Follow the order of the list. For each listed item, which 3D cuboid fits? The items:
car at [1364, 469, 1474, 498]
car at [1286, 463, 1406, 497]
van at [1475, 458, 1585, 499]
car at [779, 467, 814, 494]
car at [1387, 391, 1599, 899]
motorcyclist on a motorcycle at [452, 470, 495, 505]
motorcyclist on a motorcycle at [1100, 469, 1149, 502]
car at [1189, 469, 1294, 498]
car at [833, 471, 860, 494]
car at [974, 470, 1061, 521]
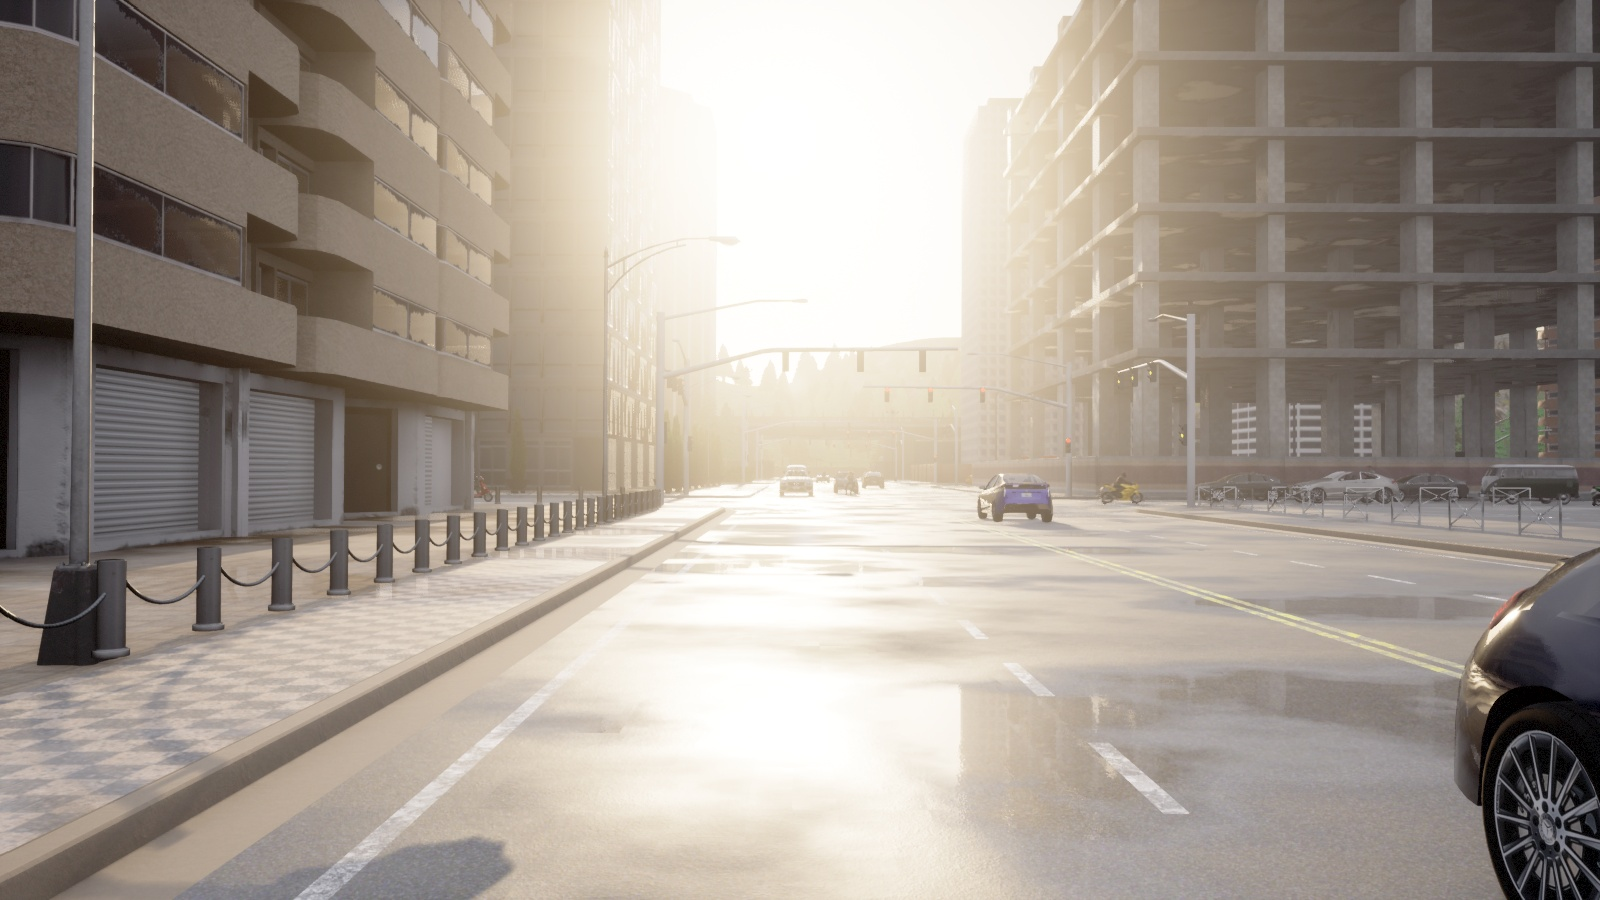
[{"bbox_3d":[32.643,1.743,66.259,4.892,1.490,1.837,0,-1,-1],"label":"car"},{"bbox_3d":[27.222,1.480,62.726,5.027,1.651,2.152,0,-1,0],"label":"car"},{"bbox_3d":[36.441,1.418,62.785,4.442,1.987,1.775,0,-1,0],"label":"van"},{"bbox_3d":[-0.211,1.928,79.617,2.152,1.651,5.027,0,-1,0],"label":"car"},{"bbox_3d":[3.492,0.623,2.625,2.152,1.651,5.027,0,-1,0],"label":"car"},{"bbox_3d":[-15.234,1.756,58.636,1.817,1.590,0.866,0,-1,0],"label":"motorcyclist on a motorcycle"},{"bbox_3d":[15.266,1.679,59.138,2.044,1.523,0.797,-1,-1,-1],"label":"motorcyclist on a motorcycle"},{"bbox_3d":[23.227,1.780,66.199,4.892,1.490,1.837,0,-1,0],"label":"car"},{"bbox_3d":[3.265,2.267,88.743,1.789,1.549,3.705,0,-1,0],"label":"car"},{"bbox_3d":[6.893,1.409,40.286,2.007,1.525,4.514,0,-1,0],"label":"car"}]
